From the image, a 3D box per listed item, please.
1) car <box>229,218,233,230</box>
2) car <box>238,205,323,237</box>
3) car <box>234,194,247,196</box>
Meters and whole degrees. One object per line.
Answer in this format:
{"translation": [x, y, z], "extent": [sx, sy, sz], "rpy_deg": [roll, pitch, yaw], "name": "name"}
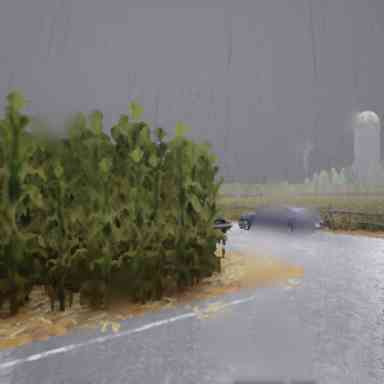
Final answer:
{"translation": [0.001, 1.488, 17.557], "extent": [1.895, 1.301, 4.718], "rpy_deg": [-1, 0, -35], "name": "car"}
{"translation": [4.460, 1.375, 17.247], "extent": [1.812, 1.442, 4.674], "rpy_deg": [0, 0, -35], "name": "car"}
{"translation": [9.971, 1.011, 67.074], "extent": [4.181, 1.385, 1.994], "rpy_deg": [-1, 0, -35], "name": "car"}
